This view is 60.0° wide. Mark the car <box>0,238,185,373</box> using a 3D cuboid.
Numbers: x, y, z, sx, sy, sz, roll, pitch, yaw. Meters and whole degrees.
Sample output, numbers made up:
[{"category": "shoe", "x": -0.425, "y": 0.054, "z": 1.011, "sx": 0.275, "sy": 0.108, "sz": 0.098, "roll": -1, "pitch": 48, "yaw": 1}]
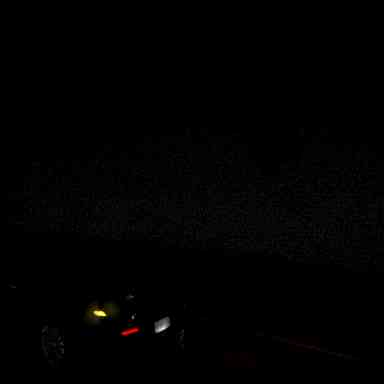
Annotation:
[{"category": "car", "x": -2.251, "y": 1.528, "z": 5.597, "sx": 4.674, "sy": 1.442, "sz": 1.812, "roll": 0, "pitch": 0, "yaw": 36}]
